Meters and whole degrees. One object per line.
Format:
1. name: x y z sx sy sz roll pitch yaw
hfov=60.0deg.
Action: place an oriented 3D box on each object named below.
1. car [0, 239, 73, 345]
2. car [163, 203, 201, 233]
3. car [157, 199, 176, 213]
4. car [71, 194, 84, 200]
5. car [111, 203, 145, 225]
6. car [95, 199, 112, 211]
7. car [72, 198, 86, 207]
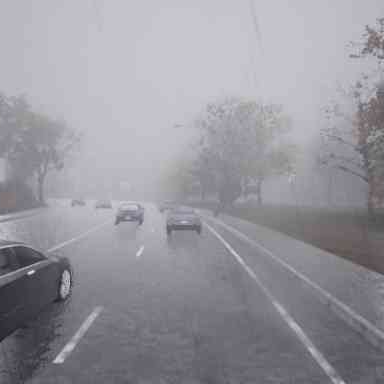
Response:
1. car: -3.468 1.508 5.315 1.837 1.490 4.892 0 0 -1
2. car: -0.560 1.569 19.756 1.994 1.385 4.181 0 0 -4
3. car: -2.775 1.503 37.304 2.128 1.511 4.902 0 0 -11
4. car: -27.294 1.200 79.100 1.895 1.301 4.718 0 0 -34
5. car: -4.416 1.532 24.124 1.812 1.442 4.674 0 0 -5
6. car: -11.039 1.569 41.645 1.994 1.385 4.181 0 0 -14
7. car: -17.701 1.562 51.958 1.994 1.385 4.181 0 0 -19
